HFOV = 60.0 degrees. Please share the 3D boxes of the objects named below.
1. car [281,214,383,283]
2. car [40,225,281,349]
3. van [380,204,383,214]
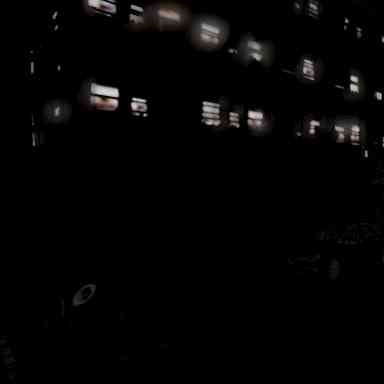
[{"bbox_3d":[4.009,1.490,9.392,4.403,1.369,2.008,0,0,-35],"label":"car"},{"bbox_3d":[-0.553,1.419,6.139,4.097,1.590,1.967,0,0,-35],"label":"car"},{"bbox_3d":[8.566,1.241,12.647,3.998,1.788,1.690,0,0,-35],"label":"van"}]
